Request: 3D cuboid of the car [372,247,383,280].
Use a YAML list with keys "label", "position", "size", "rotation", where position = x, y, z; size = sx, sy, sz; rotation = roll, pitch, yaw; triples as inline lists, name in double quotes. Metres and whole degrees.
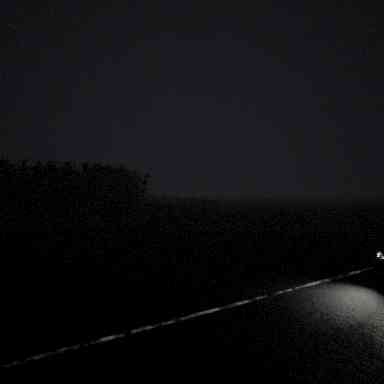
- label: "car"
  position: [6.612, 1.518, 8.702]
  size: [4.674, 1.442, 1.812]
  rotation: [0, 0, -35]
